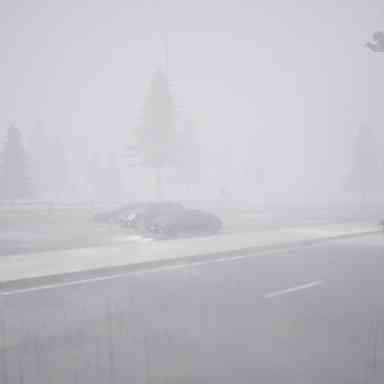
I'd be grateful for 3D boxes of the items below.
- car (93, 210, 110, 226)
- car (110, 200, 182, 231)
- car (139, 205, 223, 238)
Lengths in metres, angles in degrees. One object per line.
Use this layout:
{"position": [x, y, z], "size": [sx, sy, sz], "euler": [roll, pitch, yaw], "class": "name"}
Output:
{"position": [-4.408, 1.501, 23.447], "size": [5.008, 1.535, 1.882], "euler": [0, 0, -35], "class": "car"}
{"position": [-2.351, 1.383, 20.615], "size": [4.553, 1.767, 2.097], "euler": [0, 0, -35], "class": "car"}
{"position": [-0.344, 1.588, 17.748], "size": [4.181, 1.385, 1.994], "euler": [0, 0, -35], "class": "car"}
